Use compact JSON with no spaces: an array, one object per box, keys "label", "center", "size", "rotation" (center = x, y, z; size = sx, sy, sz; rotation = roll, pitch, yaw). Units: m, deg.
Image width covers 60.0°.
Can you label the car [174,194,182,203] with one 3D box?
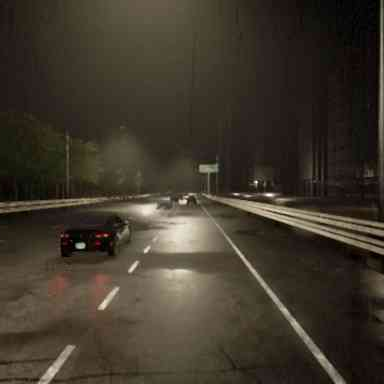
[{"label":"car","center":[-3.742,1.538,70.812],"size":[1.837,1.490,4.892],"rotation":[0,0,0]}]

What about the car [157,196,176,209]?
[{"label":"car","center":[-3.593,1.631,44.798],"size":[1.895,1.301,4.718],"rotation":[0,0,0]}]

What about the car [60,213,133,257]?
[{"label":"car","center":[-3.506,1.531,12.777],"size":[1.812,1.442,4.674],"rotation":[0,0,0]}]

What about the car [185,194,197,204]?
[{"label":"car","center":[-0.086,1.542,62.534],"size":[1.837,1.490,4.892],"rotation":[0,0,0]}]
